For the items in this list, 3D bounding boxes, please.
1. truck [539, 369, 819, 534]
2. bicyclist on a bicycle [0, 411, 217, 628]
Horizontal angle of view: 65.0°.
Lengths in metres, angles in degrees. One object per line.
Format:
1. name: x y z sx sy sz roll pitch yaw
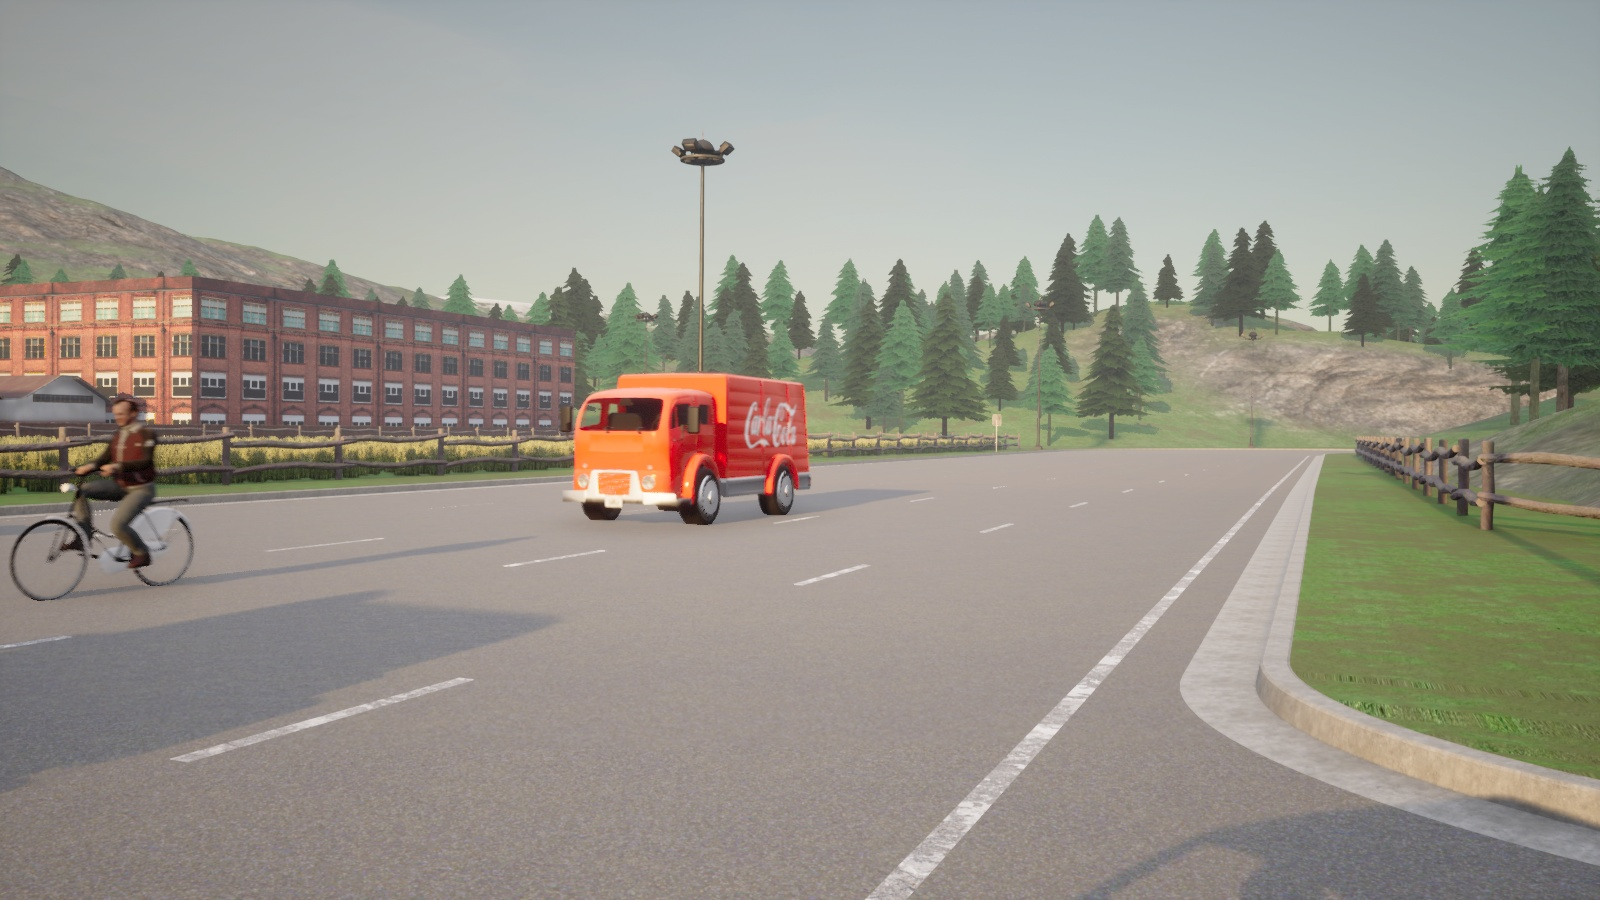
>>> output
1. truck: -1.876 -0.021 21.652 2.627 2.467 5.204 0 1 23
2. bicyclist on a bicycle: -6.217 0.553 11.220 0.659 1.776 1.843 0 1 23
